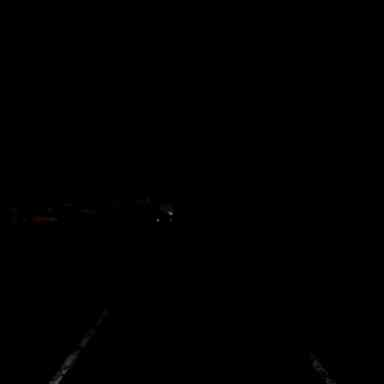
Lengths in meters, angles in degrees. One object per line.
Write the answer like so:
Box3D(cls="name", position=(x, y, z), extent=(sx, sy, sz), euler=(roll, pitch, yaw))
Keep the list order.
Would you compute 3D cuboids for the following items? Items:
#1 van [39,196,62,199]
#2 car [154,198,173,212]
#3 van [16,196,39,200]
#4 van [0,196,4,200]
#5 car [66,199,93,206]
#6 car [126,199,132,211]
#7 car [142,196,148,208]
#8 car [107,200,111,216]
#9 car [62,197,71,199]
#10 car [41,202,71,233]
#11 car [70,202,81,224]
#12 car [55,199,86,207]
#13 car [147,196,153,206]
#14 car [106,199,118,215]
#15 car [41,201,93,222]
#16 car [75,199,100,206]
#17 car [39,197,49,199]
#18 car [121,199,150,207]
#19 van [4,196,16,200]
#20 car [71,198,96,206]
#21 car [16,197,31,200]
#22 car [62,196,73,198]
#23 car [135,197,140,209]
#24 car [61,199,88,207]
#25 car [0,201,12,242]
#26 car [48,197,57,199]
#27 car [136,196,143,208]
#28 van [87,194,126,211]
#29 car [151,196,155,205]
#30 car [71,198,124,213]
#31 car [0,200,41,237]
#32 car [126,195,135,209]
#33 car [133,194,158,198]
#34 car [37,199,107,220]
Box3D(cls="van", position=(-23.450, 1.650, 52.265), extent=(4.442, 1.987, 1.878), euler=(0, -1, 0))
Box3D(cls="car", position=(-3.379, 1.799, 42.349), extent=(1.812, 1.442, 4.674), euler=(0, -1, 0))
Box3D(cls="van", position=(-23.235, 1.546, 44.102), extent=(4.442, 1.987, 1.878), euler=(0, -1, 0))
Box3D(cls="van", position=(-23.236, 1.475, 35.776), extent=(4.442, 1.987, 1.878), euler=(0, 0, 0))
Box3D(cls="car", position=(-23.285, 2.187, 69.002), extent=(4.792, 1.488, 2.163), euler=(0, -1, 0))
Box3D(cls="car", position=(-10.296, 1.776, 41.233), extent=(4.792, 1.488, 2.163), euler=(0, 0, 0))
Box3D(cls="car", position=(-10.069, 1.872, 52.205), extent=(5.366, 1.575, 1.946), euler=(0, -1, 0))
Box3D(cls="car", position=(-10.250, 1.684, 30.128), extent=(4.792, 1.488, 2.163), euler=(0, 0, 0))
Box3D(cls="car", position=(-23.302, 1.952, 55.154), extent=(4.792, 1.488, 2.163), euler=(0, -1, 0))
Box3D(cls="car", position=(-10.106, 1.560, 19.024), extent=(5.366, 1.575, 1.946), euler=(0, 0, 0))
Box3D(cls="car", position=(-10.283, 1.587, 21.800), extent=(4.892, 1.521, 2.231), euler=(0, 0, 0))
Box3D(cls="car", position=(-23.135, 2.060, 63.462), extent=(5.366, 1.575, 1.946), euler=(0, -1, 0))
Box3D(cls="car", position=(-10.062, 1.966, 57.877), extent=(5.366, 1.575, 1.946), euler=(0, -1, 0))
Box3D(cls="car", position=(-10.247, 1.707, 32.904), extent=(4.792, 1.488, 2.163), euler=(0, 0, 0))
Box3D(cls="car", position=(-10.292, 1.610, 24.576), extent=(4.892, 1.521, 2.231), euler=(0, 0, 0))
Box3D(cls="car", position=(-23.303, 2.249, 74.418), extent=(5.008, 1.535, 2.097), euler=(0, -1, 0))
Box3D(cls="car", position=(-23.369, 1.831, 46.851), extent=(4.792, 1.488, 2.163), euler=(0, -1, 0))
Box3D(cls="car", position=(-10.251, 2.017, 60.653), extent=(4.892, 1.521, 2.231), euler=(0, -1, 0))
Box3D(cls="van", position=(-23.466, 1.498, 38.546), extent=(4.442, 1.987, 1.878), euler=(0, 0, 0))
Box3D(cls="car", position=(-23.343, 2.076, 71.649), extent=(4.553, 1.767, 2.185), euler=(0, -1, 0))
Box3D(cls="car", position=(-23.351, 1.746, 41.314), extent=(5.008, 1.535, 2.097), euler=(0, 0, 0))
Box3D(cls="car", position=(-23.356, 1.718, 57.928), extent=(5.566, 2.045, 2.435), euler=(0, -1, 0))
Box3D(cls="car", position=(-10.254, 1.802, 46.785), extent=(4.892, 1.521, 2.231), euler=(0, -1, 0))
Box3D(cls="car", position=(-23.315, 2.150, 66.232), extent=(4.674, 1.452, 2.002), euler=(0, -1, 0))
Box3D(cls="car", position=(-10.267, 1.391, 13.473), extent=(4.553, 1.767, 2.185), euler=(0, 0, 0))
Box3D(cls="car", position=(-23.366, 1.864, 49.490), extent=(4.792, 1.488, 2.163), euler=(0, -1, 0))
Box3D(cls="car", position=(-10.442, 1.833, 49.553), extent=(5.366, 1.575, 1.946), euler=(0, -1, 0))
Box3D(cls="van", position=(-10.386, 1.497, 38.458), extent=(4.442, 1.987, 1.878), euler=(0, 0, 0))
Box3D(cls="car", position=(-10.427, 2.060, 63.429), extent=(5.366, 1.575, 1.946), euler=(0, -1, 0))
Box3D(cls="car", position=(-10.244, 1.730, 35.680), extent=(4.792, 1.488, 2.163), euler=(0, 0, 0))
Box3D(cls="car", position=(-10.264, 1.414, 16.249), extent=(4.553, 1.767, 2.185), euler=(0, 0, 0))
Box3D(cls="car", position=(-10.295, 1.646, 44.007), extent=(4.553, 1.767, 2.185), euler=(0, -1, 0))
Box3D(cls="car", position=(-10.266, 1.859, 66.209), extent=(5.566, 2.045, 2.435), euler=(0, -1, 0))
Box3D(cls="car", position=(-10.097, 1.628, 27.352), extent=(5.366, 1.575, 1.946), euler=(0, 0, 0))
